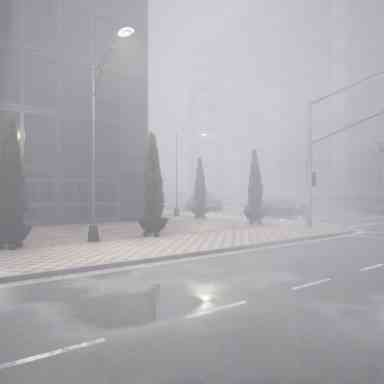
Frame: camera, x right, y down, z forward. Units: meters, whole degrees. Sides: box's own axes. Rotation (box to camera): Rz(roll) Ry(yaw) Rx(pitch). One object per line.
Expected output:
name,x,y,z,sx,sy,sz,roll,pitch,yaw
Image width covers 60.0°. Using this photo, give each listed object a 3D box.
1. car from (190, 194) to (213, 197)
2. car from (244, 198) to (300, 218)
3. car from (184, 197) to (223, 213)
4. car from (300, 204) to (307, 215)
car,1.720,1.279,44.146,2.150,2.045,5.566,0,0,-36
car,7.063,1.533,30.877,1.882,1.535,5.008,0,0,-36
car,1.243,1.602,38.856,2.033,1.411,5.357,0,0,-36
car,9.506,1.407,33.469,2.097,1.767,4.553,0,0,-36
